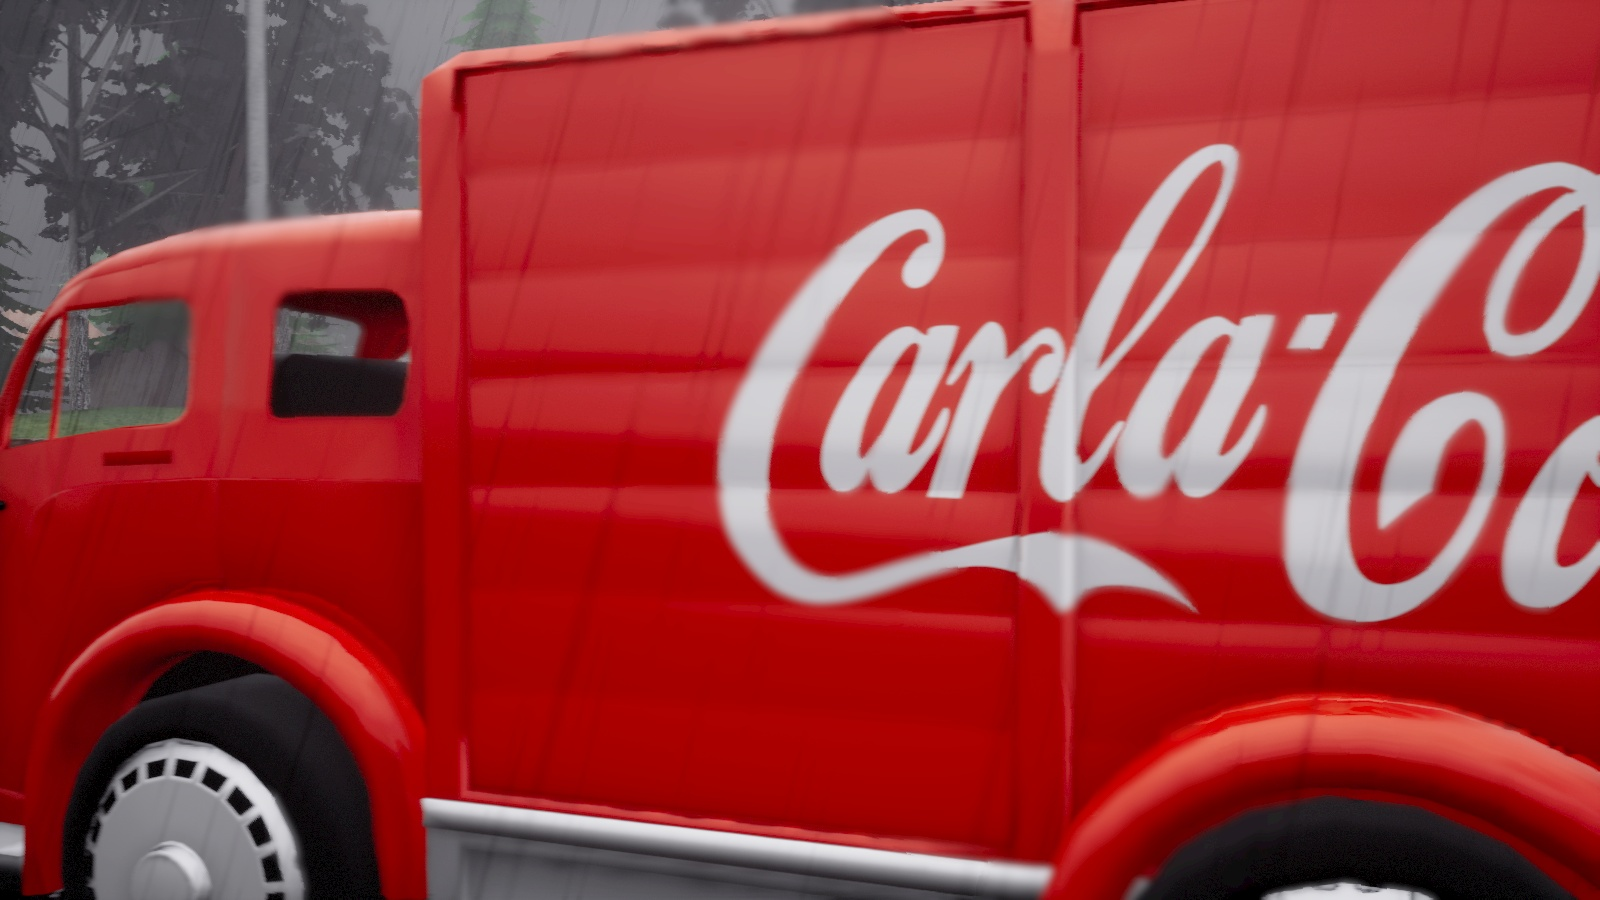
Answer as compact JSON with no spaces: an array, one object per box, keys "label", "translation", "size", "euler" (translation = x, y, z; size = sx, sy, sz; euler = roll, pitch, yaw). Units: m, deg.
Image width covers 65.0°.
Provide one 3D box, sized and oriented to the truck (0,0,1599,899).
[{"label":"truck","translation":[0.054,0.281,3.679],"size":[5.204,2.467,2.627],"euler":[1,1,19]}]
